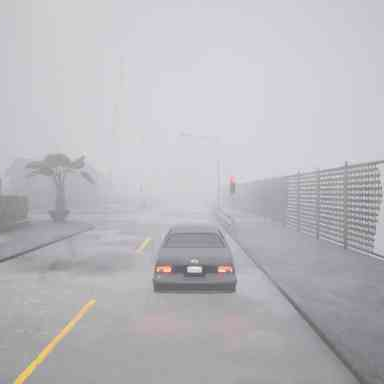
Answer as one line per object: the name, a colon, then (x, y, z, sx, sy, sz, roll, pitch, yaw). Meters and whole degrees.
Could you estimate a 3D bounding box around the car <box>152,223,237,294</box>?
car: (0.073, 1.547, 8.955, 2.033, 1.411, 5.357, 0, 0, 1)

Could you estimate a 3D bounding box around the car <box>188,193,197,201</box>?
car: (0.090, 1.225, 87.059, 2.150, 2.045, 5.566, 0, 0, 0)
